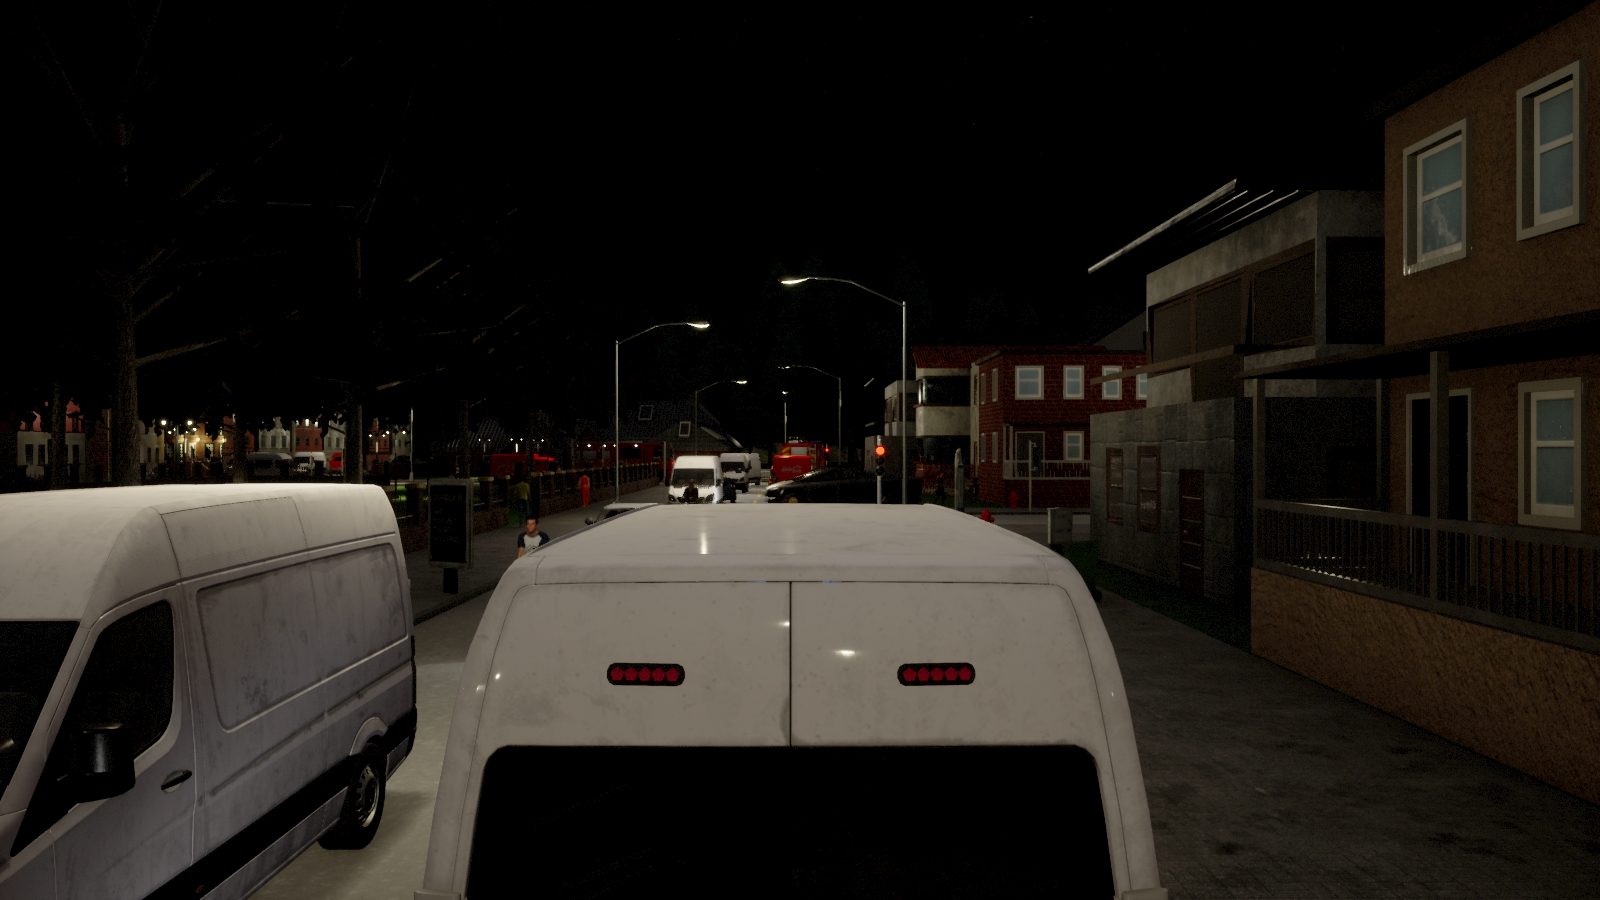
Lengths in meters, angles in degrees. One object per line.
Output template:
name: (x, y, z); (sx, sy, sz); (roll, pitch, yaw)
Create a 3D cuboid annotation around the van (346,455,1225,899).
van: (-0.041, 1.314, 5.541); (1.988, 2.561, 5.915); (0, 0, 0)

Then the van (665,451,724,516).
van: (-4.329, 1.315, 47.736); (1.988, 2.561, 5.915); (0, 0, 0)

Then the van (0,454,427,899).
van: (-4.032, 1.314, 6.374); (1.988, 2.561, 5.915); (0, 0, 0)

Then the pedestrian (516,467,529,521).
pedestrian: (-9.623, 1.526, 39.654); (0.375, 1.860, 0.375); (0, 0, 0)

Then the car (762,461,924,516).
car: (1.700, 1.534, 46.668); (6.274, 2.098, 2.390); (0, 0, -10)
